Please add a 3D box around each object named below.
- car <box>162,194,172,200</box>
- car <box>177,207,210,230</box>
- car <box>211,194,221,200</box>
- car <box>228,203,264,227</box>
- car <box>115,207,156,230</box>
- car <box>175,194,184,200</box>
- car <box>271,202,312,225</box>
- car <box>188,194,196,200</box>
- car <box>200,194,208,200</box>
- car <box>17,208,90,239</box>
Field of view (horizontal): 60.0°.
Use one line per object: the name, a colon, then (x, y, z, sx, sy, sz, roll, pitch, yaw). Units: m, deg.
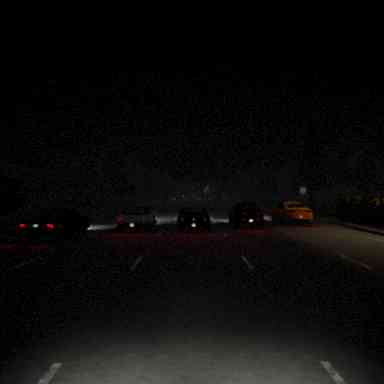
car: (-7.018, 1.266, 92.001, 2.097, 1.767, 4.553, 0, 0, 0)
car: (0.096, 1.581, 21.054, 1.895, 1.301, 4.718, 0, 0, 0)
car: (6.983, 1.450, 91.234, 2.033, 1.411, 5.357, 0, 0, 0)
car: (3.595, 1.484, 22.648, 1.837, 1.490, 4.892, 0, 0, 0)
car: (-3.404, 1.581, 21.054, 1.895, 1.301, 4.718, 0, 0, 0)
car: (-3.517, 1.505, 91.262, 1.895, 1.301, 4.718, 0, 0, 0)
car: (7.095, 1.455, 24.150, 1.882, 1.535, 5.008, 0, 0, 0)
car: (-0.018, 1.435, 91.649, 1.812, 1.442, 4.674, 0, 0, 0)
car: (3.483, 1.505, 91.263, 1.895, 1.301, 4.718, 0, 0, 0)
car: (-6.904, 1.531, 17.182, 2.033, 1.411, 5.357, 0, 0, 0)
